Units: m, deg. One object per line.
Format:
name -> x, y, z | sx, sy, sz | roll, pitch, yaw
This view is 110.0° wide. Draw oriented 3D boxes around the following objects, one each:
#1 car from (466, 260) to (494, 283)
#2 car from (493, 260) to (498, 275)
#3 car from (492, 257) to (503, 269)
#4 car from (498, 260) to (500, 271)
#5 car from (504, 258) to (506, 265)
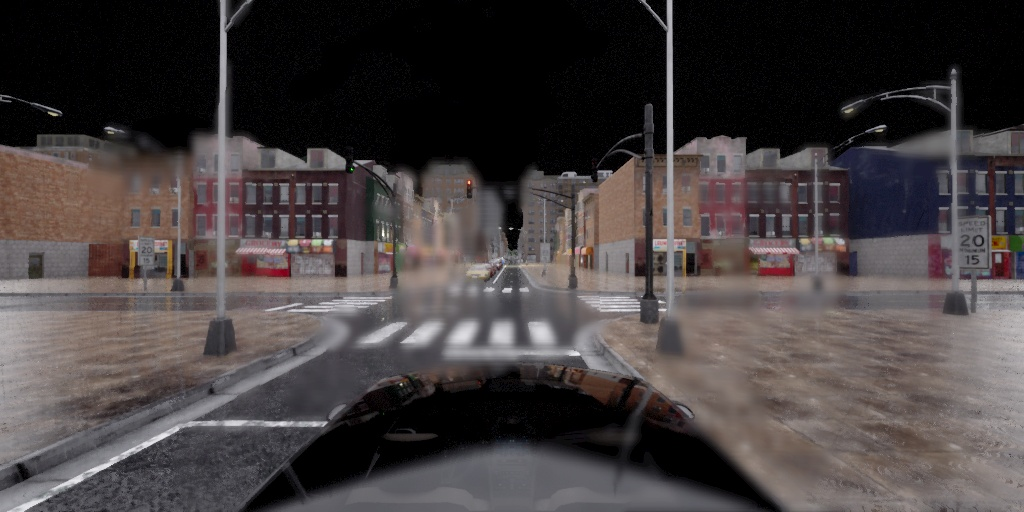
car -> -2.636, 1.292, 28.675 | 1.751, 1.417, 4.829 | 0, 0, 0
car -> -2.636, 1.320, 34.450 | 1.888, 1.381, 4.507 | 0, 0, 0
car -> -2.636, 1.250, 51.265 | 1.967, 1.591, 4.097 | 0, 0, 0
car -> -2.636, 1.367, 40.055 | 1.802, 1.307, 4.207 | 0, 0, 0
car -> -2.637, 1.154, 62.476 | 2.192, 1.841, 5.009 | 0, 0, 0
